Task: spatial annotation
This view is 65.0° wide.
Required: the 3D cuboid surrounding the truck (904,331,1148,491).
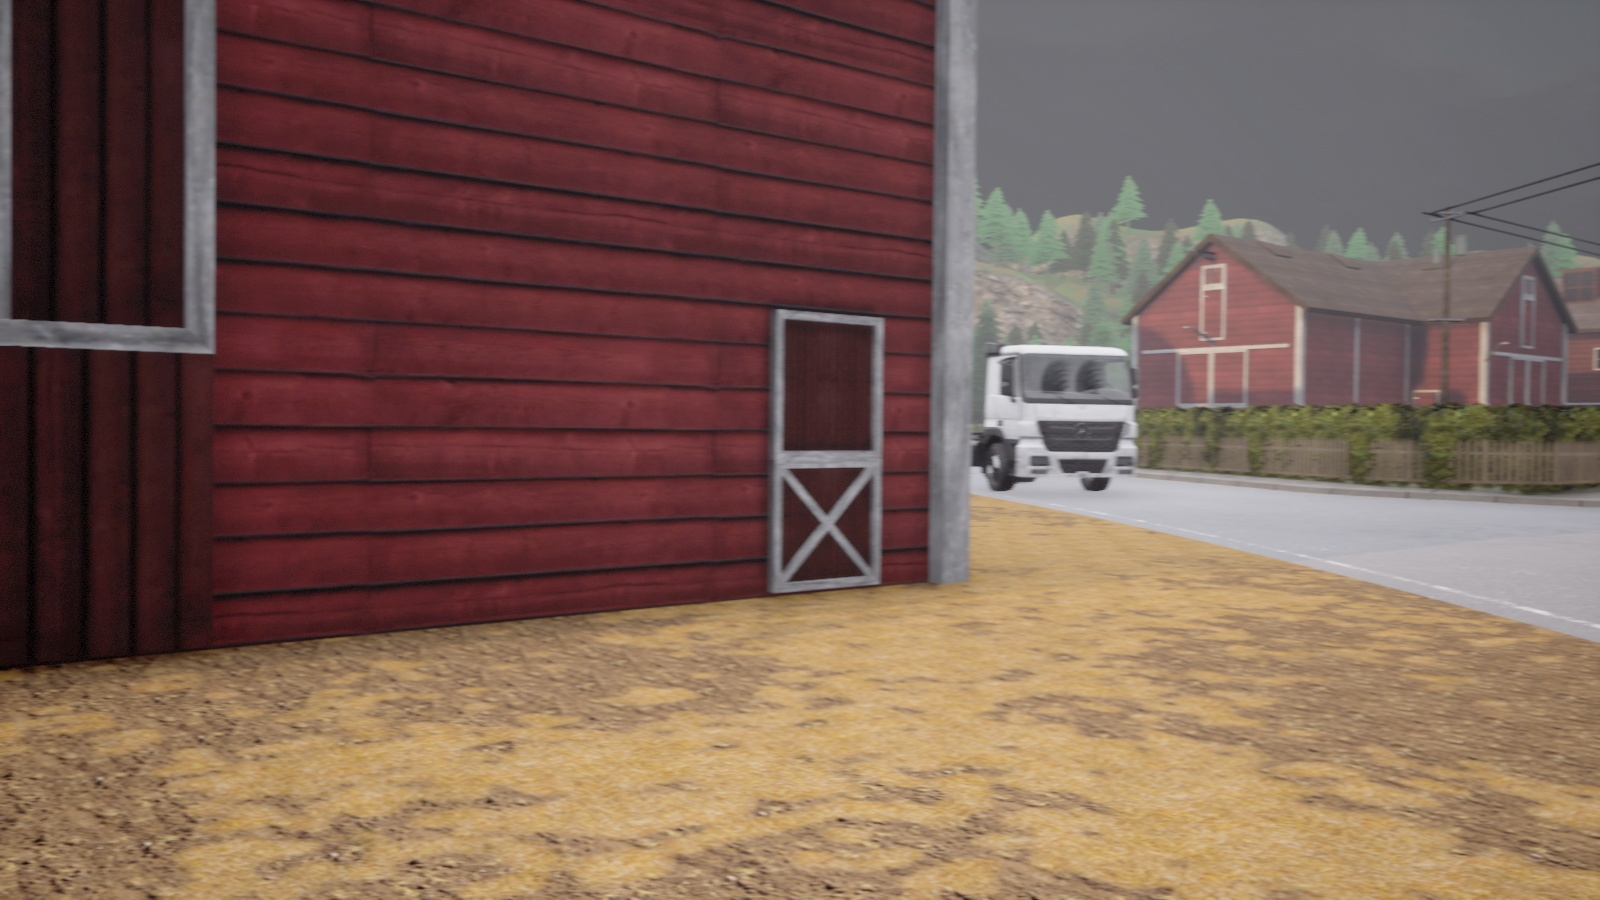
[{"bbox_3d":[5.306,-0.939,31.376,2.891,3.462,7.936,-1,1,-15],"label":"truck"}]
